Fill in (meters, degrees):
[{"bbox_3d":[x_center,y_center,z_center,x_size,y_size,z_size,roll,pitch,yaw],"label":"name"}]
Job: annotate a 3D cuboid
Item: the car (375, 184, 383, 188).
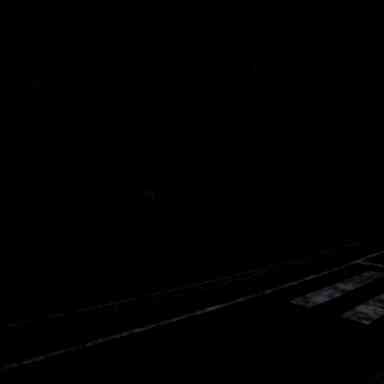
[{"bbox_3d":[37.420,-1.347,67.210,1.994,1.385,4.181,2,4,17],"label":"car"}]
